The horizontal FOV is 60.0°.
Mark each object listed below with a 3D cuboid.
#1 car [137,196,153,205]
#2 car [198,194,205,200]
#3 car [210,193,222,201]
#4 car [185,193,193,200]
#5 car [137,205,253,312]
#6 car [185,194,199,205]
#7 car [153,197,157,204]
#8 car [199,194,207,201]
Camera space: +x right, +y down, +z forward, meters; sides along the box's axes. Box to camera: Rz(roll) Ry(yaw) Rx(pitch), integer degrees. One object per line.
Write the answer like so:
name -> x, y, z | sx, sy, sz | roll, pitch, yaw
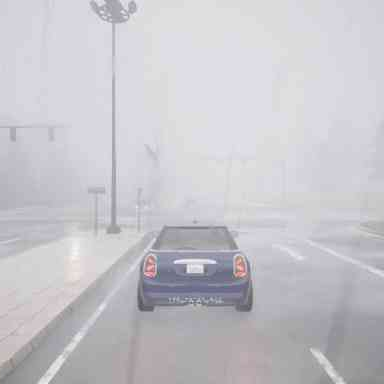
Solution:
car -> -8.293, 1.505, 57.052 | 1.837, 1.490, 4.892 | 0, 0, -1
car -> 2.669, 1.442, 95.597 | 1.882, 1.535, 5.008 | 0, 0, -1
car -> 6.341, 1.215, 85.003 | 2.150, 2.045, 5.566 | 0, 0, -1
car -> -0.831, 1.189, 95.570 | 2.150, 2.045, 5.566 | 0, 0, -1
car -> 0.069, 1.352, 7.891 | 2.097, 1.767, 4.553 | 0, 0, 0
car -> -0.171, 1.526, 54.711 | 1.812, 1.442, 4.674 | 0, 0, -1
car -> -8.383, 1.505, 66.261 | 1.837, 1.490, 4.892 | 0, 0, 0
car -> 2.836, 1.513, 85.274 | 1.812, 1.442, 4.674 | 0, 0, -1
